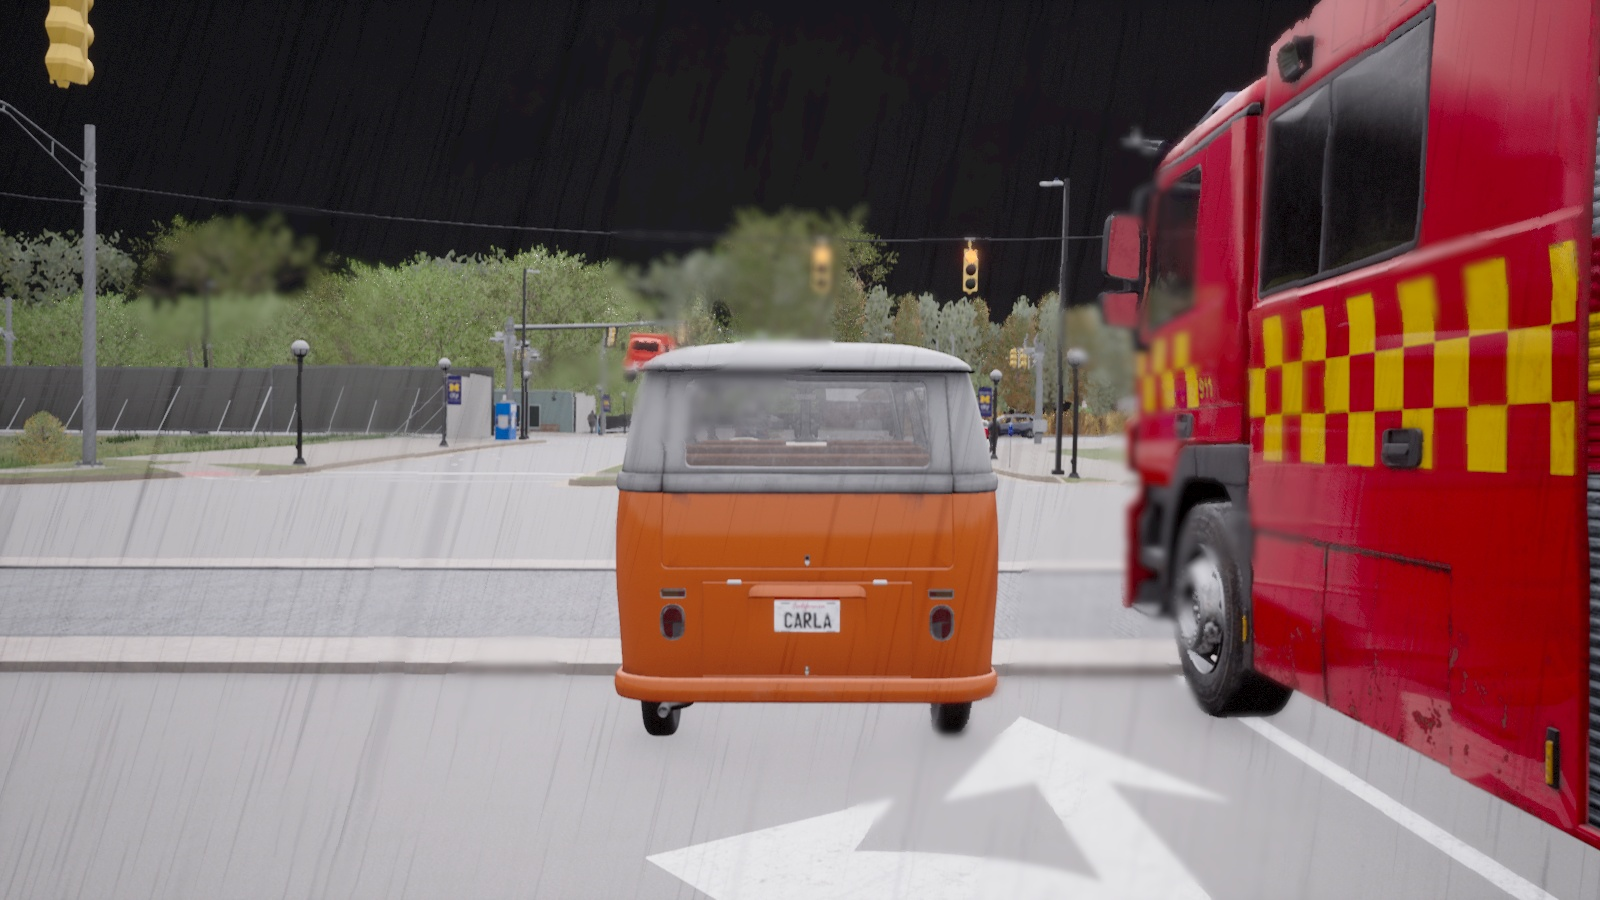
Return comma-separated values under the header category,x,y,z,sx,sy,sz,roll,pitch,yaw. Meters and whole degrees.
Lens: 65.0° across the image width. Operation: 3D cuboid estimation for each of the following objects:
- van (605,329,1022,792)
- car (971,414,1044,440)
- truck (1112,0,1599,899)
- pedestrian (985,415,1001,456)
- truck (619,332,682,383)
category,x,y,z,sx,sy,sz,roll,pitch,yaw
van,0.058,0.394,7.599,1.775,1.987,4.442,0,2,0
car,14.099,-1.590,85.484,4.611,1.667,2.242,-1,2,0
truck,3.568,-0.447,4.370,2.891,3.827,8.468,0,0,0
pedestrian,9.150,-0.696,59.586,0.563,1.883,0.849,1,2,-3
truck,-8.100,-4.981,68.448,2.627,2.467,5.204,3,2,1
